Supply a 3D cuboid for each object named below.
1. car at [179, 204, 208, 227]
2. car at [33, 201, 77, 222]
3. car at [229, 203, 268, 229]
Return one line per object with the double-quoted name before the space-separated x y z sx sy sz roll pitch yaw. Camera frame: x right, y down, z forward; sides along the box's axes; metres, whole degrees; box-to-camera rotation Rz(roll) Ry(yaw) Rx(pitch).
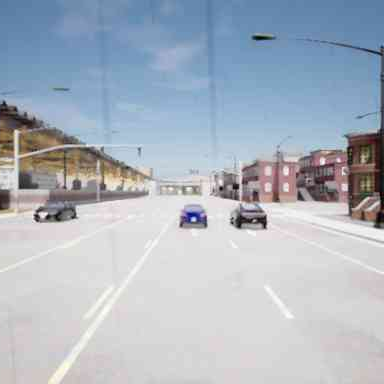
"car" 0.103 1.516 22.281 1.812 1.442 4.674 0 0 0
"car" -10.524 1.480 25.943 2.128 1.511 4.902 0 0 0
"car" 3.606 1.482 21.789 2.128 1.511 4.902 0 0 -1
